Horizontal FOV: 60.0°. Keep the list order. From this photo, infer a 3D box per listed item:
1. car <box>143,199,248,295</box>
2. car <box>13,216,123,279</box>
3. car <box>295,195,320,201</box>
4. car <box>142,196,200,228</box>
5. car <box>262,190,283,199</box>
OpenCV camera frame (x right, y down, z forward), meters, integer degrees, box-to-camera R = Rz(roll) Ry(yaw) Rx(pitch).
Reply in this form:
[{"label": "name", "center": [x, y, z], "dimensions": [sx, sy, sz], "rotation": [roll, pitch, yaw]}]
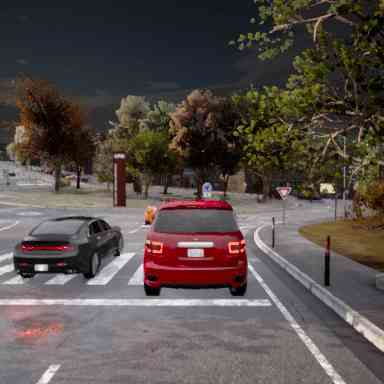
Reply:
[{"label": "car", "center": [0.067, 1.197, 8.792], "dimensions": [2.150, 2.045, 5.566], "rotation": [0, 0, 0]}, {"label": "car", "center": [-3.387, 1.472, 9.976], "dimensions": [1.837, 1.490, 4.892], "rotation": [0, 0, 1]}, {"label": "car", "center": [20.420, 0.726, 59.014], "dimensions": [2.033, 1.411, 5.357], "rotation": [0, 2, -16]}, {"label": "car", "center": [-1.274, 1.224, 22.220], "dimensions": [2.097, 1.767, 4.553], "rotation": [2, 1, 21]}, {"label": "car", "center": [15.329, 0.401, 63.152], "dimensions": [2.097, 1.767, 4.553], "rotation": [-1, 2, -22]}]
